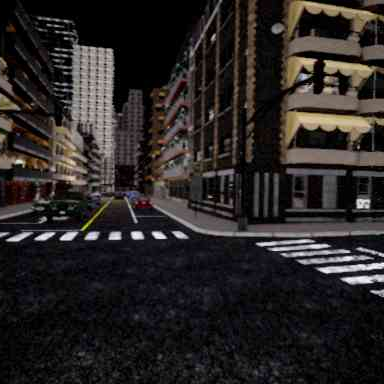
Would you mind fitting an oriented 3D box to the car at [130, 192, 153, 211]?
[{"bbox_3d":[-5.204,1.105,35.134,1.967,1.590,4.097,0,0,-12],"label":"car"}]

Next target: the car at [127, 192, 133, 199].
[{"bbox_3d":[-8.612,1.048,51.364,2.008,1.369,4.403,0,0,-12],"label":"car"}]

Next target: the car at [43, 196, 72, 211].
[{"bbox_3d":[-13.406,1.087,33.416,1.947,1.339,4.313,0,0,-12],"label":"car"}]

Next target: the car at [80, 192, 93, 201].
[{"bbox_3d":[-19.051,0.772,60.298,1.752,1.417,4.829,0,0,-12],"label":"car"}]

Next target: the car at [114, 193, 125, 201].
[{"bbox_3d":[-13.737,0.879,62.721,2.033,1.411,5.357,1,0,-12],"label":"car"}]

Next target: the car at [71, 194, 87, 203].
[{"bbox_3d":[-16.815,0.936,49.646,1.802,1.307,4.206,0,0,-12],"label":"car"}]

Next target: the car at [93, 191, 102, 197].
[{"bbox_3d":[-24.766,0.530,87.513,2.008,1.369,4.403,0,0,-12],"label":"car"}]

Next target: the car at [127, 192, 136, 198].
[{"bbox_3d":[-14.293,0.772,78.412,1.887,1.381,4.507,0,0,-12],"label":"car"}]

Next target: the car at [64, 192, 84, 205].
[{"bbox_3d":[-15.677,0.850,44.235,1.967,1.590,4.097,0,0,-12],"label":"car"}]

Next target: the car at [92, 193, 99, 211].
[{"bbox_3d":[-10.668,1.101,33.064,1.812,1.442,4.674,1,0,-12],"label":"car"}]

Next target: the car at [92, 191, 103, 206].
[{"bbox_3d":[-12.831,1.015,43.476,2.033,1.411,5.357,1,0,-11],"label":"car"}]

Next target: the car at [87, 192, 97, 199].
[{"bbox_3d":[-21.358,0.719,71.285,1.802,1.307,4.206,0,0,-12],"label":"car"}]

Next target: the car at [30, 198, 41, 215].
[{"bbox_3d":[-12.269,1.128,28.007,2.008,1.369,4.403,0,0,-12],"label":"car"}]

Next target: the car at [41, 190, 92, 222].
[{"bbox_3d":[-8.650,0.897,23.438,2.150,2.045,5.566,1,0,-12],"label":"car"}]

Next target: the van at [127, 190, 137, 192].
[{"bbox_3d":[-10.883,0.729,62.181,1.690,1.788,3.998,0,0,-12],"label":"van"}]
